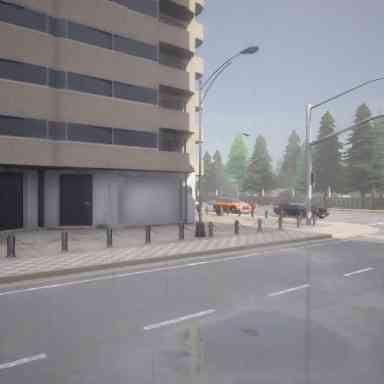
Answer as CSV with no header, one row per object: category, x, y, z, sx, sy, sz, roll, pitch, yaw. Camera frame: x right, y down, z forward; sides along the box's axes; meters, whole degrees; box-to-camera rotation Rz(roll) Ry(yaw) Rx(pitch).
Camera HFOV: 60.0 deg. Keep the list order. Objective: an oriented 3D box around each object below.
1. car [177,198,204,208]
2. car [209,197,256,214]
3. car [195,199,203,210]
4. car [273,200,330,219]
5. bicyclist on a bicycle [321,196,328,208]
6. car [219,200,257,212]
car,-0.231,1.619,49.058,1.994,1.385,4.181,0,0,-36
car,4.396,1.407,36.646,2.097,1.767,4.553,0,0,-36
car,-0.958,1.533,44.079,1.882,1.535,5.008,0,0,-36
car,9.613,1.656,29.414,1.895,1.301,4.718,0,0,-36
bicyclist on a bicycle,17.331,1.356,43.469,1.656,1.620,0.582,0,0,-36
car,5.571,1.656,40.996,1.895,1.301,4.718,0,0,-36
